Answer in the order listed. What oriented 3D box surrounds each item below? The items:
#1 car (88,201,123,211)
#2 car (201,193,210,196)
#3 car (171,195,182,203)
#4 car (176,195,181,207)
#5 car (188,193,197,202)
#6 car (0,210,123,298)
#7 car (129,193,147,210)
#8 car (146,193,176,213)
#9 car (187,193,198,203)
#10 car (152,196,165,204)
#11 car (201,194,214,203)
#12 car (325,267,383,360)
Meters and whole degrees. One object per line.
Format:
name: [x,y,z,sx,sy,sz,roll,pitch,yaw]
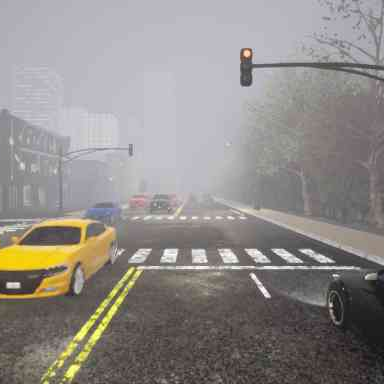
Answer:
car: [-6.579,1.471,25.384,1.882,1.535,5.008,0,0,0]
car: [3.315,1.194,76.863,2.150,2.045,5.566,0,0,0]
car: [-3.196,1.452,68.573,1.882,1.535,5.008,0,0,0]
car: [-3.284,1.199,49.194,2.150,2.045,5.566,0,1,2]
car: [0.067,1.194,78.115,2.150,2.045,5.566,0,0,0]
car: [-3.343,1.476,8.732,1.882,1.535,5.008,0,0,0]
car: [-6.563,1.207,42.376,2.150,2.045,5.566,0,0,0]
car: [-3.321,1.210,36.629,2.150,2.045,5.566,0,0,0]
car: [0.159,1.452,67.922,1.882,1.535,5.008,0,0,0]
car: [-6.490,1.540,64.905,1.994,1.385,4.181,0,0,0]
car: [3.408,1.576,66.883,1.895,1.301,4.718,0,0,0]
car: [3.353,1.563,4.245,1.994,1.385,4.181,0,0,0]
